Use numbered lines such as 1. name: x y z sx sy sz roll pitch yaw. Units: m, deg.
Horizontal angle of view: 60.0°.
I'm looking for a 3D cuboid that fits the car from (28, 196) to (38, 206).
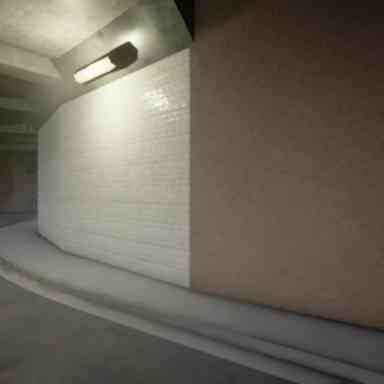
1. car: -25.046 1.448 54.090 1.882 1.535 5.008 0 0 21
